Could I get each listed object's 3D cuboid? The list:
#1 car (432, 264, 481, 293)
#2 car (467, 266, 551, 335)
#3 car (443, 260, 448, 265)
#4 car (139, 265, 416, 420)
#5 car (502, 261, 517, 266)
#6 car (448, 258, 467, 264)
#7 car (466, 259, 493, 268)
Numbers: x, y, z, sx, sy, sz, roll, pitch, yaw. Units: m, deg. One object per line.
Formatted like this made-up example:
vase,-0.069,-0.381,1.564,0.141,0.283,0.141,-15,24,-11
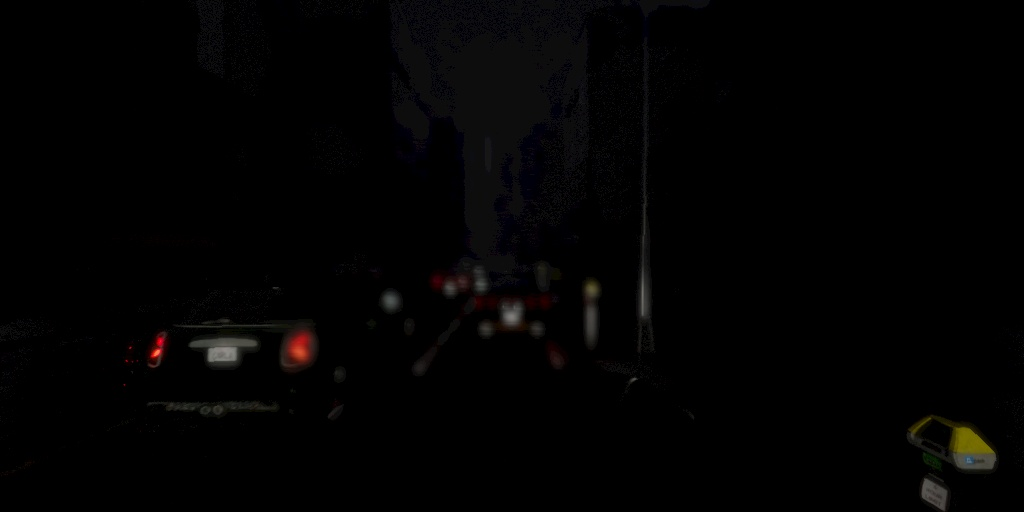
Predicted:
car,-3.108,1.345,20.455,1.895,1.301,4.718,0,0,1
car,-0.006,1.225,10.502,1.882,1.535,5.008,0,0,0
car,-8.814,1.267,51.546,1.888,1.381,4.507,0,0,0
car,-3.145,1.100,6.035,2.097,1.767,4.553,0,0,0
car,-0.273,1.287,34.789,2.007,1.370,4.403,0,0,0
car,-6.191,1.079,44.927,2.097,1.767,4.553,0,0,1
car,-3.100,1.242,36.073,1.837,1.490,4.892,0,0,1
